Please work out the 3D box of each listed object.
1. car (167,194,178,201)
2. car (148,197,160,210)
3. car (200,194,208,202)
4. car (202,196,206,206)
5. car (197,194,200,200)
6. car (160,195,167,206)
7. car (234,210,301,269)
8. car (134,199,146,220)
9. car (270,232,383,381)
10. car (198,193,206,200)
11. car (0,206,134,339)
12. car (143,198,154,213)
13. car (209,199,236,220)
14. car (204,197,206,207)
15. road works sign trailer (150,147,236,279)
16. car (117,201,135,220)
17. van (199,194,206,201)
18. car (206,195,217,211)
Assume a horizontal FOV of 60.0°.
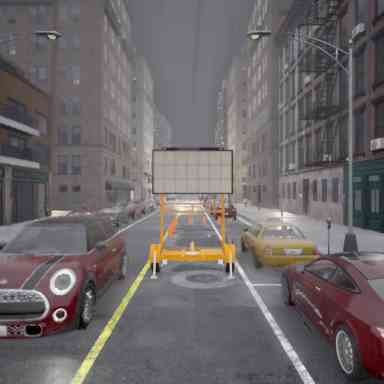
[{"bbox_3d":[-5.254,1.299,83.203,2.192,1.841,5.009,0,0,0],"label":"car"},{"bbox_3d":[-5.310,1.435,39.279,1.967,1.590,4.097,0,0,0],"label":"car"},{"bbox_3d":[2.737,1.308,50.628,2.192,1.841,5.009,0,0,0],"label":"car"},{"bbox_3d":[2.726,1.545,44.946,2.008,1.369,4.403,0,0,0],"label":"car"},{"bbox_3d":[2.854,1.301,77.684,2.192,1.841,5.009,0,0,0],"label":"car"},{"bbox_3d":[-5.288,1.433,50.643,1.967,1.590,4.097,0,0,0],"label":"car"},{"bbox_3d":[2.659,1.524,11.022,1.752,1.417,4.829,0,0,0],"label":"car"},{"bbox_3d":[-5.333,1.542,27.915,1.887,1.381,4.507,0,0,0],"label":"car"},{"bbox_3d":[2.647,1.582,5.170,1.802,1.307,4.206,0,0,0],"label":"car"},{"bbox_3d":[2.873,1.296,94.196,2.192,1.841,5.009,0,0,0],"label":"car"},{"bbox_3d":[-2.736,1.352,6.905,2.097,1.767,4.553,0,0,0],"label":"car"},{"bbox_3d":[-5.322,1.562,33.597,1.947,1.339,4.313,0,0,0],"label":"car"},{"bbox_3d":[2.692,1.542,27.899,1.887,1.381,4.507,0,0,0],"label":"car"},{"bbox_3d":[2.715,1.540,39.264,1.887,1.381,4.507,0,0,0],"label":"car"},{"bbox_3d":[0.020,0.464,10.044,2.380,3.560,2.880,0,0,0],"label":"road works sign trailer"},{"bbox_3d":[-5.344,1.549,22.232,2.008,1.369,4.403,0,0,0],"label":"car"},{"bbox_3d":[2.867,1.324,88.692,1.690,1.788,3.998,0,0,0],"label":"van"},{"bbox_3d":[2.703,1.436,33.582,1.967,1.590,4.097,0,0,0],"label":"car"}]
